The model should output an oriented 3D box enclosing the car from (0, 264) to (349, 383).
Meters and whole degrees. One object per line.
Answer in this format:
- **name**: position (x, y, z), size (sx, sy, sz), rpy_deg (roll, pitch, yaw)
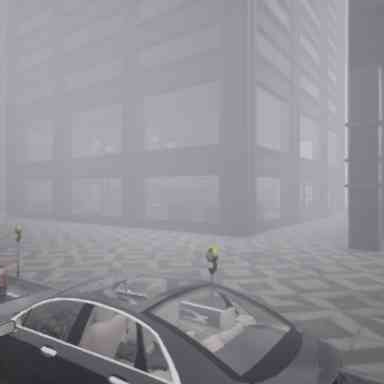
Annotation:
- **car**: position (-0.756, 1.554, 3.499), size (4.403, 1.369, 2.008), rpy_deg (0, 0, 35)
